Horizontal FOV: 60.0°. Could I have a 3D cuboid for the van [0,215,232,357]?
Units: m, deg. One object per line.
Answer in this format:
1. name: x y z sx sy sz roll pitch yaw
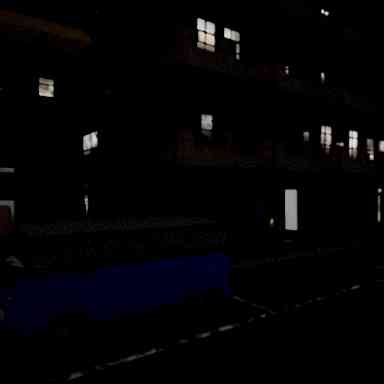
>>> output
1. van: -1.173 1.341 5.732 3.998 1.788 1.690 0 0 -35
